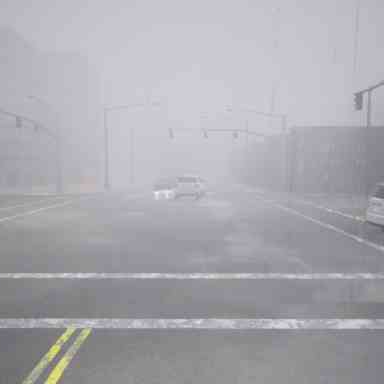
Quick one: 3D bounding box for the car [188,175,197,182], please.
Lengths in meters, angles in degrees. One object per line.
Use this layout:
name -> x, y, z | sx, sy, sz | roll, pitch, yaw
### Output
car -> 0.097, -2.950, 70.872 | 1.994, 1.385, 4.181 | 0, 4, 0

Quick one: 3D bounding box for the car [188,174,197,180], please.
car -> 0.110, -3.672, 80.699 | 2.033, 1.411, 5.357 | 0, 4, 0

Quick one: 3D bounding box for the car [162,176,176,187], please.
car -> -3.524, -1.675, 51.308 | 1.837, 1.490, 4.892 | 0, 4, 0

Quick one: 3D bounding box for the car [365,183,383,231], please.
car -> 9.387, 0.672, 12.146 | 5.566, 2.045, 2.150 | 0, 4, 0

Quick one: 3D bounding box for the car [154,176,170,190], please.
car -> -3.541, -0.950, 41.401 | 1.994, 1.385, 4.181 | 0, 4, 0

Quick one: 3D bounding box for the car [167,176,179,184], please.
car -> -3.482, -2.259, 61.427 | 1.895, 1.301, 4.718 | 0, 4, 0

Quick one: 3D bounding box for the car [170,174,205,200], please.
car -> -0.140, -0.493, 29.487 | 2.150, 2.045, 5.566 | 1, 4, 7
